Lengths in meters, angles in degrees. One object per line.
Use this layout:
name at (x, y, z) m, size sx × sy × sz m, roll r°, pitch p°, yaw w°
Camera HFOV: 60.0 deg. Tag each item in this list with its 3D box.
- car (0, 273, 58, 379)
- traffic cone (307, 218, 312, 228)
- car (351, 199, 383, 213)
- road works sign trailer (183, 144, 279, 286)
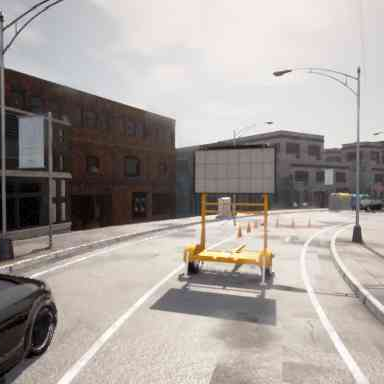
car at (-3.154, 1.558, 3.312) m, size 1.994 × 1.385 × 4.181 m, roll 0°, pitch 0°, yaw 7°
traffic cone at (7.478, 1.981, 21.165) m, size 0.340 × 0.580 × 0.340 m, roll 1°, pitch 0°, yaw 22°
car at (20.776, 1.563, 39.176) m, size 5.008 × 1.535 × 1.882 m, roll 1°, pitch 1°, yaw -35°
road works sign trailer at (1.250, 0.462, 9.687) m, size 2.380 × 3.560 × 2.880 m, roll 0°, pitch 0°, yaw 20°
